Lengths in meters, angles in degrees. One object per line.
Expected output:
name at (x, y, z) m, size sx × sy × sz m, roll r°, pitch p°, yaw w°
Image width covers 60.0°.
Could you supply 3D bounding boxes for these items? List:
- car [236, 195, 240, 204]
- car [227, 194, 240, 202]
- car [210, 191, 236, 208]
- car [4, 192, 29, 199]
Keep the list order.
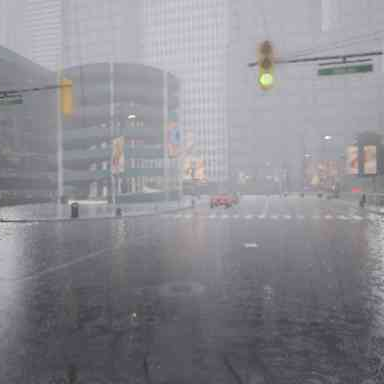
car at (5.954, 1.080, 50.524) m, size 2.128 × 1.511 × 4.902 m, roll -1°, pitch 0°, yaw 14°
car at (7.488, 1.068, 60.390) m, size 1.994 × 1.385 × 4.181 m, roll -1°, pitch 0°, yaw 3°
car at (3.664, 0.902, 41.092) m, size 2.150 × 2.045 × 5.566 m, roll -1°, pitch 0°, yaw 14°
car at (-40.739, 1.033, 77.211) m, size 5.566 × 2.045 × 2.435 m, roll -1°, pitch 0°, yaw 13°
